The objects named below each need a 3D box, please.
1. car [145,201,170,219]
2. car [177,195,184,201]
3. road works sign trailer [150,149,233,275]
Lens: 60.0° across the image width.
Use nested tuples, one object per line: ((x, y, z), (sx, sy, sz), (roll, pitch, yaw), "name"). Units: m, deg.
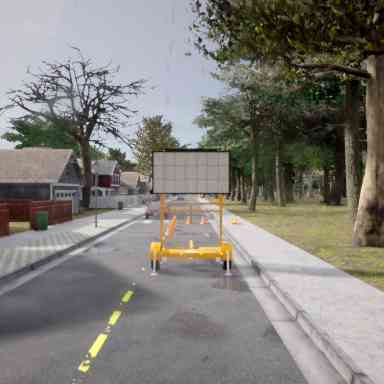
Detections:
((-2.900, 1.529, 28.779), (1.812, 1.442, 4.674), (0, 0, 0), "car")
((-2.943, 1.605, 87.712), (2.033, 1.411, 5.357), (0, 0, 0), "car")
((-0.022, 0.464, 10.375), (2.380, 3.560, 2.880), (0, 0, 0), "road works sign trailer")
